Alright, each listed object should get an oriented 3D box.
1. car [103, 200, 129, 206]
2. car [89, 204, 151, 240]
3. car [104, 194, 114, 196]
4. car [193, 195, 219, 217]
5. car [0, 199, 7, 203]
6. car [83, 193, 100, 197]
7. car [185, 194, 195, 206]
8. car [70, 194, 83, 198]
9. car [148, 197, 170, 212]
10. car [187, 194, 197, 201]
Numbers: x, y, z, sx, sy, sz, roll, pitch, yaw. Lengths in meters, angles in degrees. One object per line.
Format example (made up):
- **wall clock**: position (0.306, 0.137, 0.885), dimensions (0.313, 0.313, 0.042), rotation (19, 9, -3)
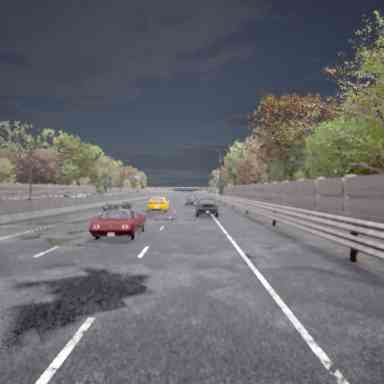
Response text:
- **car**: position (-6.887, 1.385, 31.229), dimensions (1.895, 1.301, 4.718), rotation (0, 0, 0)
- **car**: position (-3.393, 1.480, 16.188), dimensions (1.895, 1.301, 4.718), rotation (0, 0, 0)
- **car**: position (-17.477, 1.074, 70.558), dimensions (1.812, 1.442, 4.674), rotation (0, 0, 0)
- **car**: position (1.234, 1.306, 28.384), dimensions (1.837, 1.490, 4.892), rotation (0, 0, 0)
- **car**: position (-17.586, 1.291, 28.641), dimensions (2.128, 1.511, 4.902), rotation (0, 0, 0)
- **car**: position (-20.977, 1.073, 70.976), dimensions (2.128, 1.511, 4.902), rotation (0, 0, 0)
- **car**: position (0.019, 1.229, 48.314), dimensions (2.033, 1.411, 5.357), rotation (0, 0, 0)
- **car**: position (-24.477, 1.143, 70.948), dimensions (1.895, 1.301, 4.718), rotation (0, 0, 0)
- **car**: position (-3.386, 1.243, 34.279), dimensions (1.882, 1.535, 5.008), rotation (0, 0, 0)
- **car**: position (0.023, 1.128, 67.648), dimensions (1.994, 1.385, 4.181), rotation (0, 0, 0)
